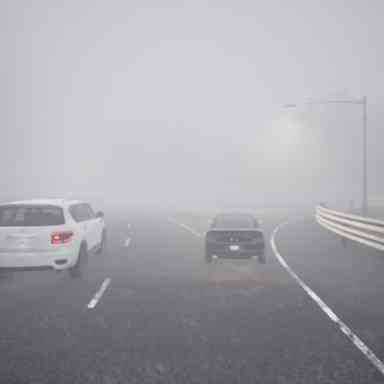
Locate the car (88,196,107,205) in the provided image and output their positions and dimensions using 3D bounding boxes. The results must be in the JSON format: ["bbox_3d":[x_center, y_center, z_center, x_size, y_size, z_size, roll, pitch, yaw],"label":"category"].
[{"bbox_3d":[-16.437,1.458,57.878,1.812,1.442,4.674,0,0,-34],"label":"car"}]

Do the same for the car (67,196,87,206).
[{"bbox_3d":[-19.427,1.425,56.058,1.882,1.535,5.008,0,0,-34],"label":"car"}]

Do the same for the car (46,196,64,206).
[{"bbox_3d":[-22.417,1.468,54.238,1.837,1.490,4.892,0,0,-34],"label":"car"}]

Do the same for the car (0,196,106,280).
[{"bbox_3d":[-4.075,1.214,10.176,2.150,2.045,5.566,0,0,-6],"label":"car"}]

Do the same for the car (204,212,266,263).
[{"bbox_3d":[1.554,1.444,12.003,1.882,1.535,5.008,0,0,8],"label":"car"}]
